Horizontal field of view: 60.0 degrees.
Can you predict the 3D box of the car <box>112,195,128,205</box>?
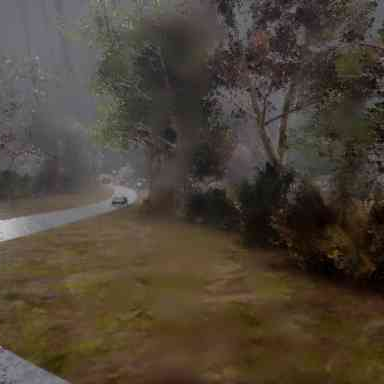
[{"bbox_3d":[-11.176,1.196,51.529,1.994,1.385,4.181,-1,2,-4],"label":"car"}]
